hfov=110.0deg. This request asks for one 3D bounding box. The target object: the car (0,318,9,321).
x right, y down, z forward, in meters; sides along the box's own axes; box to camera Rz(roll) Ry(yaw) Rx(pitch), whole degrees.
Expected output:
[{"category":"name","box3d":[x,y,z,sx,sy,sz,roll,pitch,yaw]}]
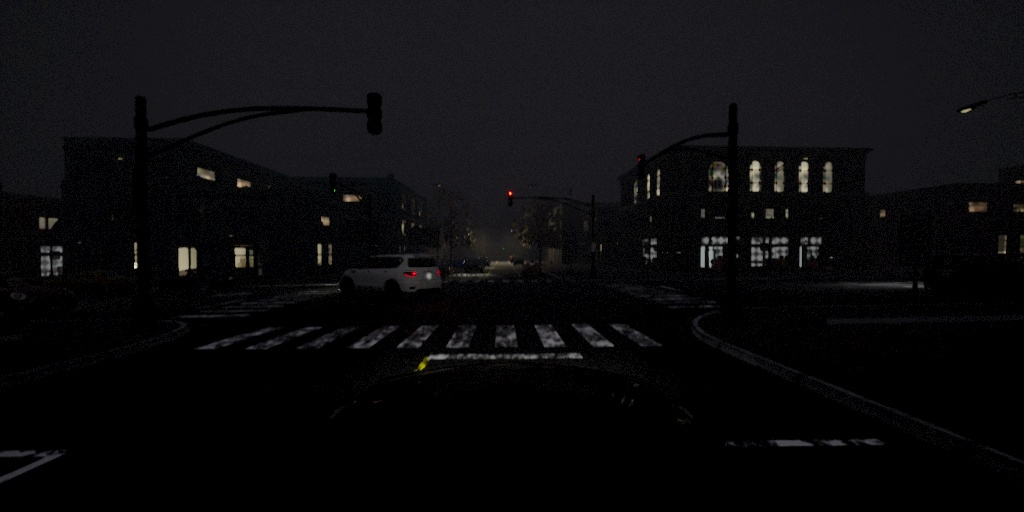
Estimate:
[{"category":"car","box3d":[-5.662,1.296,1.107,1.888,1.381,4.507,0,0,-1]}]

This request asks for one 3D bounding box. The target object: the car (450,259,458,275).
[{"category":"car","box3d":[-6.500,1.161,33.615,1.802,1.307,4.207,0,0,-1]}]

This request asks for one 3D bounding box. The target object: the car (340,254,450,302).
[{"category":"car","box3d":[-5.883,0.938,17.163,5.566,2.045,2.150,0,0,34]}]

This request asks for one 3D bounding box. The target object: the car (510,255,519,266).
[{"category":"car","box3d":[1.163,0.984,61.553,2.007,1.370,4.403,0,0,-1]}]

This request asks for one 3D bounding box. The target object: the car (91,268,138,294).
[{"category":"car","box3d":[-24.502,1.395,20.858,4.829,1.417,1.751,0,0,-3]}]

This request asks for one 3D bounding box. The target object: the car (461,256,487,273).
[{"category":"car","box3d":[-4.047,1.029,39.051,1.882,1.535,5.008,0,0,-1]}]

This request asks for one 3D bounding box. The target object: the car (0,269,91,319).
[{"category":"car","box3d":[-18.350,1.360,12.772,4.097,1.591,1.967,0,0,-3]}]

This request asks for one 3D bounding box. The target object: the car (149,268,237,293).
[{"category":"car","box3d":[-18.684,1.369,21.112,4.313,1.339,1.948,0,0,-2]}]

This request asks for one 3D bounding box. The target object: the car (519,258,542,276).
[{"category":"car","box3d":[1.873,1.107,34.001,1.751,1.417,4.829,0,0,-1]}]

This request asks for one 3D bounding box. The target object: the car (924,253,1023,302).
[{"category":"car","box3d":[19.638,0.785,14.396,5.009,1.841,2.192,0,0,-3]}]

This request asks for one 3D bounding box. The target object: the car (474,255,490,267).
[{"category":"car","box3d":[-4.467,0.937,56.313,1.882,1.535,5.008,0,0,-1]}]

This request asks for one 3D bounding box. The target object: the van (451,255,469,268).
[{"category":"van","box3d":[-6.786,0.861,44.704,1.690,1.789,3.998,0,0,-1]}]
